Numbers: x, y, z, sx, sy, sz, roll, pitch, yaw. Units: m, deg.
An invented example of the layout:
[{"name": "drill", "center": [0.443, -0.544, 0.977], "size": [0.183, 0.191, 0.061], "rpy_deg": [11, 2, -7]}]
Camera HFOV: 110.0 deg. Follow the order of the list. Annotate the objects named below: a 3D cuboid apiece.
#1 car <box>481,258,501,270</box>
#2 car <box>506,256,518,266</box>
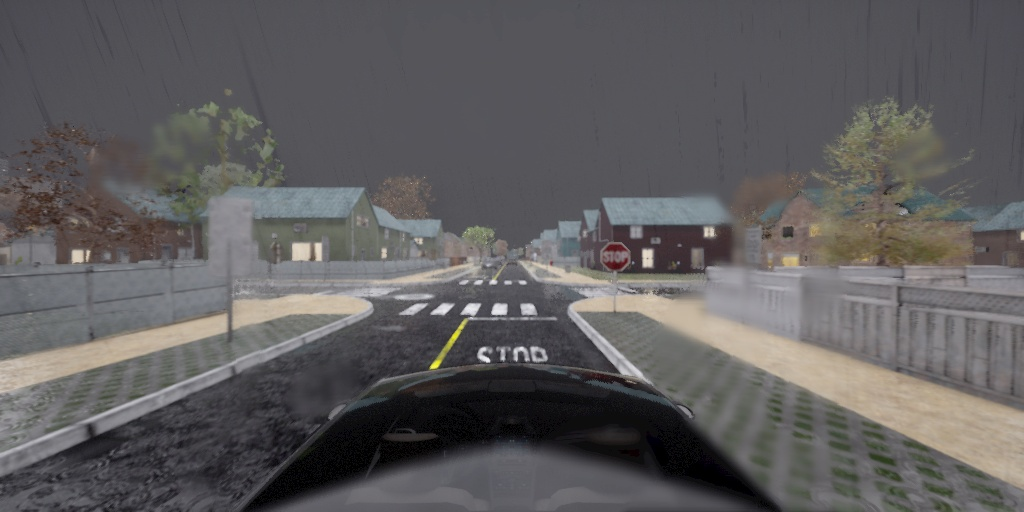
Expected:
[{"name": "car", "center": [-2.831, 0.987, 45.712], "size": [2.128, 1.511, 4.902], "rpy_deg": [0, 0, 0]}, {"name": "car", "center": [-0.010, 0.959, 62.267], "size": [1.837, 1.490, 4.892], "rpy_deg": [0, 0, 0]}]
